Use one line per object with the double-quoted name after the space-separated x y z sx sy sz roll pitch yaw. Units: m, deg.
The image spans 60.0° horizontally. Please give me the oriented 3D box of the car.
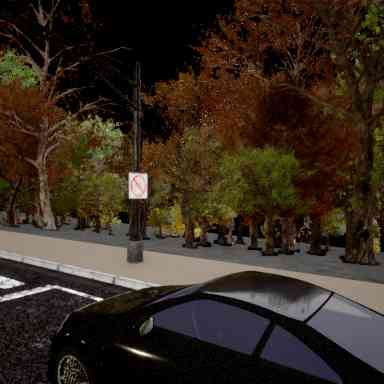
0.397 1.564 3.404 4.181 1.385 1.994 0 0 36 "car"
